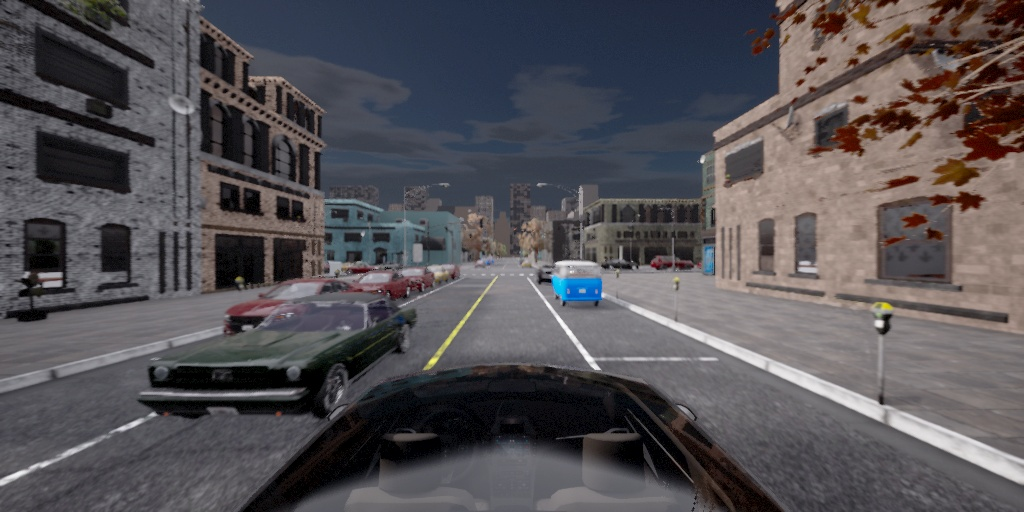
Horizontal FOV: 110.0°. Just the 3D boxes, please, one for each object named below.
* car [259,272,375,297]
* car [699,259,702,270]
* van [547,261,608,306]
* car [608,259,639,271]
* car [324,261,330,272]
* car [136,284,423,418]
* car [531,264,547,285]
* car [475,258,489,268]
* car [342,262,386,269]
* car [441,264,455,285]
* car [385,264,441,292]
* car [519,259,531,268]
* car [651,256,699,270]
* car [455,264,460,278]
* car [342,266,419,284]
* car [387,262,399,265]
[{"bbox_3d":[-5.689,1.310,9.967,1.888,1.381,4.507,0,0,0],"label":"car"},{"bbox_3d":[25.478,0.978,44.885,4.097,1.591,1.967,0,0,-1],"label":"car"},{"bbox_3d":[2.690,1.115,15.514,1.690,1.789,3.998,0,0,0],"label":"van"},{"bbox_3d":[14.194,1.132,47.366,5.008,1.535,1.882,-1,0,-1],"label":"car"},{"bbox_3d":[-23.734,1.440,44.023,5.009,1.841,2.192,0,0,-1],"label":"car"},{"bbox_3d":[-3.103,1.359,6.047,1.895,1.301,4.718,0,0,0],"label":"car"},{"bbox_3d":[2.687,1.360,26.602,1.948,1.339,4.313,0,0,0],"label":"car"},{"bbox_3d":[-5.704,1.441,64.662,1.802,1.307,4.207,0,0,0],"label":"car"},{"bbox_3d":[-18.081,1.498,44.126,4.097,1.591,1.967,0,0,-1],"label":"car"},{"bbox_3d":[-5.694,1.319,26.429,1.751,1.417,4.829,0,0,0],"label":"car"},{"bbox_3d":[-5.692,1.329,21.055,1.888,1.381,4.507,0,0,0],"label":"car"},{"bbox_3d":[2.677,1.384,64.835,1.751,1.417,4.829,0,0,0],"label":"car"},{"bbox_3d":[19.936,0.920,44.784,5.009,1.841,2.192,0,0,-1],"label":"car"},{"bbox_3d":[-5.695,1.348,32.143,1.888,1.381,4.507,0,0,0],"label":"car"},{"bbox_3d":[-5.691,1.319,15.511,1.888,1.381,4.507,0,0,0],"label":"car"},{"bbox_3d":[-18.202,1.565,52.472,4.313,1.339,1.948,0,0,-1],"label":"car"}]
